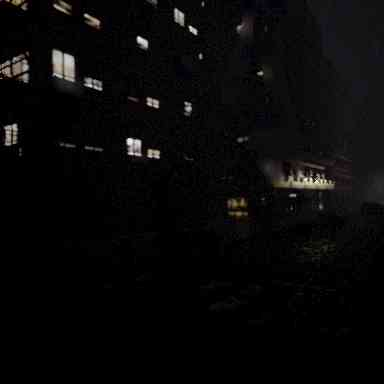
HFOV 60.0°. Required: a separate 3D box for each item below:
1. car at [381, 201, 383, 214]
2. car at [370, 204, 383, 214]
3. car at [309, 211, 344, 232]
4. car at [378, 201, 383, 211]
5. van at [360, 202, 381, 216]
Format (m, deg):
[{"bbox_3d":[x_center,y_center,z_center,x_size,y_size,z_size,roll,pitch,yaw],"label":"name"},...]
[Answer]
[{"bbox_3d":[26.330,2.434,47.949,1.967,1.590,4.097,-3,-2,35],"label":"car"},{"bbox_3d":[29.580,2.627,52.568,1.887,1.381,4.507,-3,-2,35],"label":"car"},{"bbox_3d":[9.997,2.071,24.693,1.752,1.417,4.829,-3,-2,35],"label":"car"},{"bbox_3d":[36.070,2.576,61.822,2.192,1.841,5.009,-3,-2,35],"label":"car"},{"bbox_3d":[23.081,2.246,43.330,1.690,1.788,3.998,-3,-2,35],"label":"van"}]
